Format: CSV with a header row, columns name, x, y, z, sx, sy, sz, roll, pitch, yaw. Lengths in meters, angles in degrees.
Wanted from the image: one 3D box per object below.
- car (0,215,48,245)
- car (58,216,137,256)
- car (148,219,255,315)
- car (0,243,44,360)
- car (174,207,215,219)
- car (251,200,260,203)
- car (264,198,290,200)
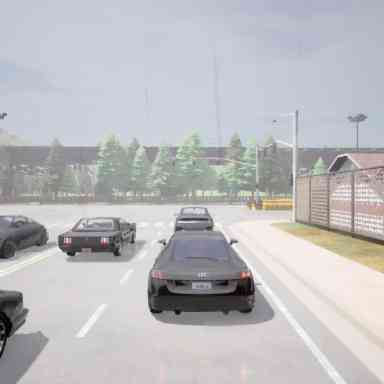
name,x,y,z,sx,sy,sz,roll,pitch,yaw
car,-7.065,1.564,12.347,1.994,1.385,4.181,0,0,0
car,-3.398,1.601,12.973,1.895,1.301,4.718,0,0,0
car,0.147,1.564,7.653,1.994,1.385,4.181,0,0,-1
car,-3.399,1.547,2.579,2.033,1.411,5.357,0,0,0
car,0.119,1.492,16.556,2.128,1.511,4.902,0,0,1
car,11.752,1.601,52.362,4.718,1.301,1.895,0,0,-2
car,12.289,1.601,45.343,4.718,1.301,1.895,0,0,-3
